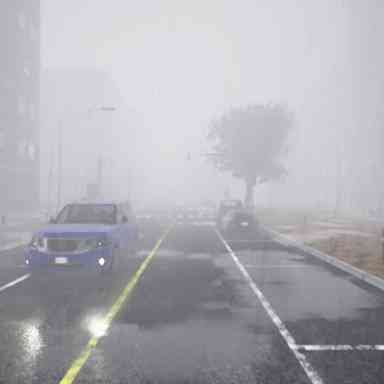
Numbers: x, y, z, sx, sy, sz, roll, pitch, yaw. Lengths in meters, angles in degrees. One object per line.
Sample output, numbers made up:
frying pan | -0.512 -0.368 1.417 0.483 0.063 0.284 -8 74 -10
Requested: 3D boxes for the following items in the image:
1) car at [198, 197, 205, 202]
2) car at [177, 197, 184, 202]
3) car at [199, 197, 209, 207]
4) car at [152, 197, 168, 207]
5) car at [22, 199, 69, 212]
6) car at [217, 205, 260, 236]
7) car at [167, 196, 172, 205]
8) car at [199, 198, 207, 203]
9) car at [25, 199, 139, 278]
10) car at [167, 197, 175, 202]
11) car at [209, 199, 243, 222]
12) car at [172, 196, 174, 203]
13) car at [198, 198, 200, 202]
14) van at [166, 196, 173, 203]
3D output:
car | 2.698 2.097 95.732 1.752 1.417 4.829 0 0 0
car | -2.993 2.029 89.855 2.033 1.411 5.357 0 0 0
car | 2.695 1.861 56.834 1.887 1.381 4.507 0 0 0
car | -5.685 1.867 56.835 2.008 1.369 4.403 0 0 0
car | -16.423 1.542 37.431 4.403 1.369 2.008 1 -1 -1
car | 2.694 1.666 18.923 1.947 1.339 4.313 0 0 0
car | -5.684 1.937 67.900 2.008 1.369 4.403 0 0 0
car | 2.697 2.078 84.496 1.802 1.307 4.206 0 0 0
car | -3.098 1.277 10.650 2.150 2.045 5.566 0 0 0
car | -5.683 2.115 90.030 1.802 1.307 4.206 0 0 0
car | 2.694 1.445 24.448 2.192 1.841 5.009 0 0 0
car | -5.683 1.899 78.966 1.967 1.590 4.097 0 0 0
car | 2.696 1.912 68.069 1.752 1.417 4.829 0 0 0
van | -5.683 1.837 84.499 1.690 1.788 3.998 0 0 0
